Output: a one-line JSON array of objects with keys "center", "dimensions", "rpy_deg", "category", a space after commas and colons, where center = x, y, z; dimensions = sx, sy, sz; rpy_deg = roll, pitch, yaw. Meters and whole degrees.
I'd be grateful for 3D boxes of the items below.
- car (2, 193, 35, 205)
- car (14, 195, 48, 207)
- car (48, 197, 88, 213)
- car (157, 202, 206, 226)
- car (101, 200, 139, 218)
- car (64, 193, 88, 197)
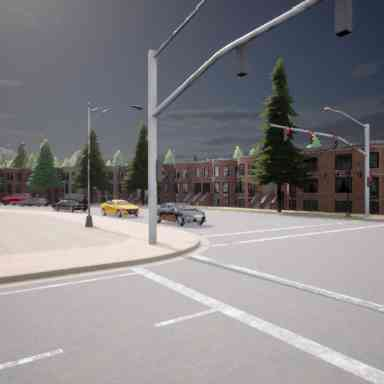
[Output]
[{"center": [-28.982, 1.221, 55.956], "dimensions": [5.566, 2.045, 2.150], "rpy_deg": [0, 0, 10], "category": "car"}, {"center": [-24.121, 1.547, 51.169], "dimensions": [5.357, 1.411, 2.033], "rpy_deg": [0, 0, 17], "category": "car"}, {"center": [-13.914, 1.601, 37.954], "dimensions": [4.718, 1.301, 1.895], "rpy_deg": [0, 0, 37], "category": "car"}, {"center": [-0.991, 1.492, 23.328], "dimensions": [2.128, 1.511, 4.902], "rpy_deg": [0, 0, -36], "category": "car"}, {"center": [-6.743, 1.478, 30.891], "dimensions": [1.882, 1.535, 5.008], "rpy_deg": [0, 0, -40], "category": "car"}, {"center": [-18.863, 1.221, 52.901], "dimensions": [5.566, 2.045, 2.150], "rpy_deg": [0, 0, 23], "category": "car"}]
